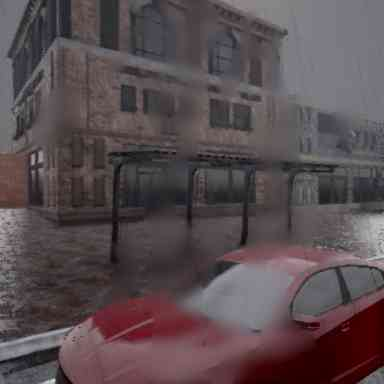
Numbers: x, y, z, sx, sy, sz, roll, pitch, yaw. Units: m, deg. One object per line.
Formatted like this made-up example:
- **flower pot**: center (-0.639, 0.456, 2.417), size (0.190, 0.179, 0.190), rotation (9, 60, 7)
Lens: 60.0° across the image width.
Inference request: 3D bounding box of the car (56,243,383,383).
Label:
- **car**: center (1.001, 1.476, 4.090), size (5.008, 1.535, 1.882), rotation (0, 0, -35)
